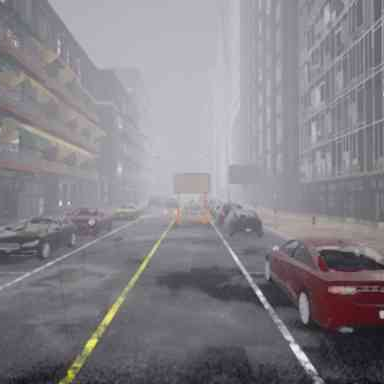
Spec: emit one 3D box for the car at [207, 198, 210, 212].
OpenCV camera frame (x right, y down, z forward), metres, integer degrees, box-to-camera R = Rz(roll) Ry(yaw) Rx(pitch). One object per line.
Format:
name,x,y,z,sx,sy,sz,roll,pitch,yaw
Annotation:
car,2.710,1.662,35.075,1.802,1.307,4.206,1,0,0

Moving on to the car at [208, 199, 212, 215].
car,2.709,1.594,29.594,1.752,1.417,4.829,1,0,0

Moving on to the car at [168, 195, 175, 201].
car,-5.655,1.696,91.424,1.752,1.417,4.829,1,0,0

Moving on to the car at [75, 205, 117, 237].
car,-5.672,1.482,18.124,1.967,1.590,4.097,1,0,0

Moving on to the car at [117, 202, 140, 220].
car,-5.671,1.592,29.258,1.752,1.417,4.829,1,0,0

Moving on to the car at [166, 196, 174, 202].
car,-5.656,1.708,85.944,1.887,1.381,4.507,1,0,0

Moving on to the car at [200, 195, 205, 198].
car,2.717,1.645,57.852,1.752,1.417,4.829,1,0,0

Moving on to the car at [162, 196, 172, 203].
car,-5.660,1.713,74.640,1.947,1.339,4.313,1,0,0

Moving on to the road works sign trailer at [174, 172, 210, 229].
road works sign trailer,0.006,0.515,21.887,2.380,3.560,2.880,0,0,0

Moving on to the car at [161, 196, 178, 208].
car,-3.069,1.583,49.739,1.882,1.535,5.008,0,0,0

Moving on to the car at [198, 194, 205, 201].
car,2.726,1.471,80.288,2.192,1.841,5.009,1,0,0

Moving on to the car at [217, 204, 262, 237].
car,2.706,1.593,18.120,2.008,1.369,4.403,1,0,0

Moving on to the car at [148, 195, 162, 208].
car,-5.661,1.424,52.035,2.192,1.841,5.009,1,0,0

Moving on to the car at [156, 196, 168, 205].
car,-5.661,1.568,63.336,1.967,1.590,4.097,1,0,0

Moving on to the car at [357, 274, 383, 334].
car,2.702,1.554,1.166,2.008,1.369,4.403,1,0,0

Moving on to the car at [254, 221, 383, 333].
car,2.703,1.561,6.818,1.887,1.381,4.507,1,0,0

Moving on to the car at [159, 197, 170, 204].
car,-5.661,1.682,68.989,1.887,1.381,4.507,1,0,0

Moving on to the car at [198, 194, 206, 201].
car,2.729,1.487,91.591,2.192,1.841,5.009,1,0,0

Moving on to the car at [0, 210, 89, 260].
car,-5.676,1.580,12.472,2.008,1.369,4.403,1,0,0

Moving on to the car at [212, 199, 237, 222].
car,2.709,1.496,23.773,1.967,1.590,4.097,1,0,0

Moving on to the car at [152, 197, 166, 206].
car,-5.663,1.644,57.516,1.752,1.417,4.829,1,0,0

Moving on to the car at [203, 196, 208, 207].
car,2.713,1.531,40.726,1.967,1.590,4.097,1,0,0

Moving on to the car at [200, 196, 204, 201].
car,2.715,1.676,52.031,1.947,1.339,4.313,1,0,0
